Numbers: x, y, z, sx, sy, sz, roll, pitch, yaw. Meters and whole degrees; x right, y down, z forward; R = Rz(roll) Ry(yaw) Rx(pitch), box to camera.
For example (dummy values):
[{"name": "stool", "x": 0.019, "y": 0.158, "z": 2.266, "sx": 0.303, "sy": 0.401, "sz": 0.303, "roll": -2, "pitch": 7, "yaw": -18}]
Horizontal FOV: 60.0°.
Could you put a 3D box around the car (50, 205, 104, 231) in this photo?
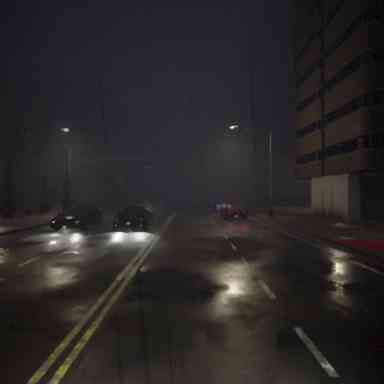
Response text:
[{"name": "car", "x": -7.068, "y": 1.562, "z": 21.077, "sx": 2.033, "sy": 1.411, "sz": 5.357, "roll": 0, "pitch": 0, "yaw": 0}]

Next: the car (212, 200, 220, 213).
[{"name": "car", "x": 3.378, "y": 1.566, "z": 37.976, "sx": 2.033, "sy": 1.411, "sz": 5.357, "roll": 0, "pitch": 0, "yaw": 0}]

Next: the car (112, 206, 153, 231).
[{"name": "car", "x": -3.571, "y": 1.578, "z": 20.659, "sx": 1.994, "sy": 1.385, "sz": 4.181, "roll": 0, "pitch": 0, "yaw": 0}]

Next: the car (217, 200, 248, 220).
[{"name": "car", "x": 3.462, "y": 1.614, "z": 28.035, "sx": 1.895, "sy": 1.301, "sz": 4.718, "roll": 0, "pitch": 0, "yaw": 0}]
